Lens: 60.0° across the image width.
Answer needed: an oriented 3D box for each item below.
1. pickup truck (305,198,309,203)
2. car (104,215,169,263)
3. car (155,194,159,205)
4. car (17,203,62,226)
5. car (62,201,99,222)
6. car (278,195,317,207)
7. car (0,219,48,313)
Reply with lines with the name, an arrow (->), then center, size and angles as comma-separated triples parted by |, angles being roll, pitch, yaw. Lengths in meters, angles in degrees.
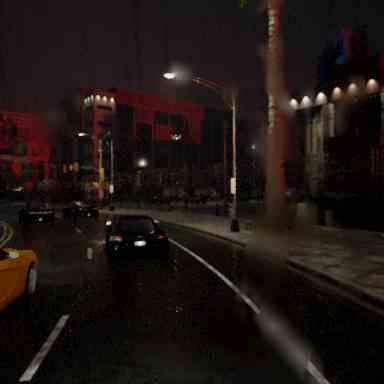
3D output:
pickup truck -> 12.595, 0.915, 29.552 | 6.274, 2.098, 2.390 | 0, 0, -41
car -> -2.108, 1.527, 12.037 | 1.994, 1.385, 4.181 | 0, 0, -15
car -> -5.225, 1.083, 50.666 | 2.185, 1.767, 4.553 | 0, 0, -41
car -> -10.397, 1.455, 22.115 | 2.128, 1.511, 4.902 | 0, 0, -32
car -> -8.815, 1.433, 25.910 | 2.128, 1.511, 4.902 | 0, 0, -35
car -> 14.410, 1.173, 45.610 | 2.002, 1.452, 4.674 | 0, 0, -41
car -> -4.091, 1.476, 5.324 | 1.882, 1.535, 5.008 | 0, 0, -7
